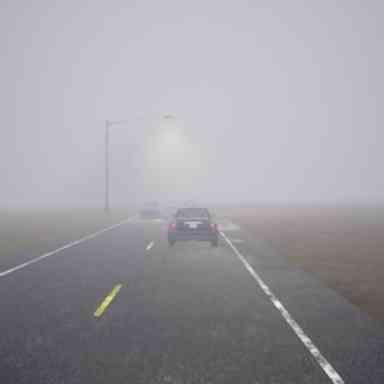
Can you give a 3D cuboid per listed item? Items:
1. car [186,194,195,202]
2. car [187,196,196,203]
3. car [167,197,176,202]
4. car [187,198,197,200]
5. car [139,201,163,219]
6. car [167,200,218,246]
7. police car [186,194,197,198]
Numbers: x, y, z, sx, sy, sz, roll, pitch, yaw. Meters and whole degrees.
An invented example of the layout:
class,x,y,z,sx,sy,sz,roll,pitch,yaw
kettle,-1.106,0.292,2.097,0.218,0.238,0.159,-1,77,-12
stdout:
class,x,y,z,sx,sy,sz,roll,pitch,yaw
car,-0.347,1.658,88.097,2.150,2.045,5.566,0,0,-2
car,-0.165,1.876,82.062,1.882,1.535,5.008,0,0,-2
car,-4.455,1.869,72.587,1.994,1.385,4.181,0,0,-1
car,-0.104,1.627,32.250,2.128,1.511,4.902,0,0,-1
car,-3.787,1.609,31.288,1.882,1.535,5.008,0,0,-1
car,0.039,1.415,15.699,2.097,1.767,4.553,0,0,0
police car,0.107,1.766,72.166,1.930,1.638,5.238,0,0,-1
